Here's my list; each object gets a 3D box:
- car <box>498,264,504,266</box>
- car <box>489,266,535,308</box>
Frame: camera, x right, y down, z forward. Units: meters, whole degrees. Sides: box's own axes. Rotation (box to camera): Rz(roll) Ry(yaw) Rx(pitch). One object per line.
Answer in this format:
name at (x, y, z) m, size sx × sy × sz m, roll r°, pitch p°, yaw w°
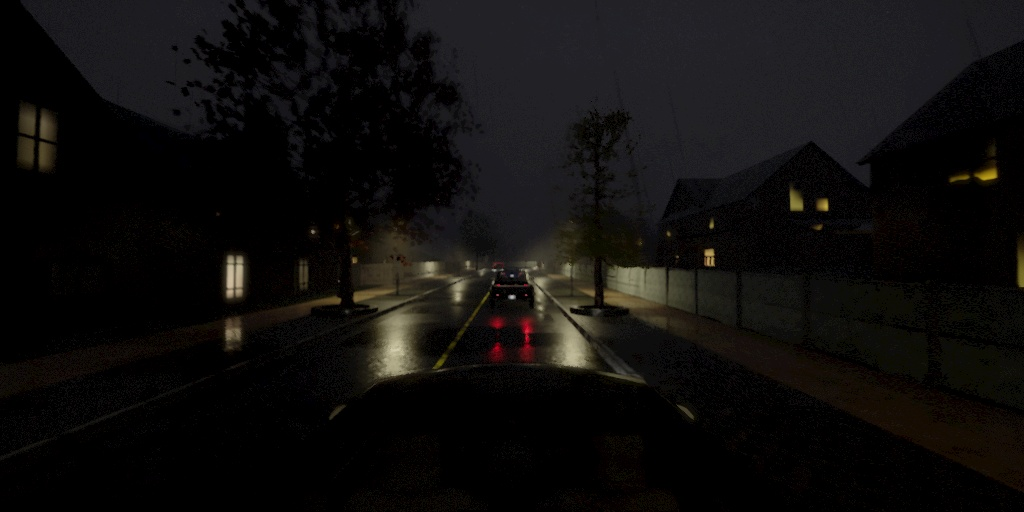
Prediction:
car at (0.007, 1.605, 31.118) m, size 1.994 × 1.385 × 4.181 m, roll 0°, pitch -1°, yaw 0°
car at (0.005, 1.384, 16.158) m, size 2.128 × 1.511 × 4.902 m, roll 0°, pitch 0°, yaw 0°
